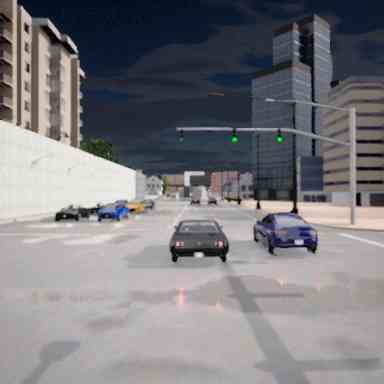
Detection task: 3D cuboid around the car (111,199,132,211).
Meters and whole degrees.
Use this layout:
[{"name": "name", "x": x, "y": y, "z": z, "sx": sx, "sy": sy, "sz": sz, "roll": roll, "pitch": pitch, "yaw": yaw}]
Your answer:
[{"name": "car", "x": -10.047, "y": 1.825, "z": 47.776, "sx": 1.837, "sy": 1.490, "sz": 4.892, "roll": 0, "pitch": 0, "yaw": 1}]

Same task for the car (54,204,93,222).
[{"name": "car", "x": -10.279, "y": 1.772, "z": 28.867, "sx": 1.994, "sy": 1.385, "sz": 4.181, "roll": 0, "pitch": 0, "yaw": 1}]

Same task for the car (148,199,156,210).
[{"name": "car", "x": -6.525, "y": 1.807, "z": 49.010, "sx": 2.128, "sy": 1.511, "sz": 4.902, "roll": 0, "pitch": 0, "yaw": 1}]

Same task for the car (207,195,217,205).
[{"name": "car", "x": 4.227, "y": 1.898, "z": 69.181, "sx": 1.837, "sy": 1.490, "sz": 4.892, "roll": 0, "pitch": 0, "yaw": 1}]

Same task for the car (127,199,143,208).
[{"name": "car", "x": -9.889, "y": 1.906, "z": 57.932, "sx": 1.812, "sy": 1.442, "sz": 4.674, "roll": 0, "pitch": 0, "yaw": 1}]

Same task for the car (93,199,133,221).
[{"name": "car", "x": -6.776, "y": 1.675, "z": 29.117, "sx": 1.882, "sy": 1.535, "sz": 5.008, "roll": 0, "pitch": 0, "yaw": 1}]

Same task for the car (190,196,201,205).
[{"name": "car", "x": 0.727, "y": 1.766, "z": 69.289, "sx": 2.097, "sy": 1.767, "sz": 4.553, "roll": 0, "pitch": 0, "yaw": 1}]

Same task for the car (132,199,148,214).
[{"name": "car", "x": -6.672, "y": 1.731, "z": 38.575, "sx": 1.882, "sy": 1.535, "sz": 5.008, "roll": 0, "pitch": 0, "yaw": 1}]

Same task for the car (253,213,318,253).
[{"name": "car", "x": 3.761, "y": 1.596, "z": 13.901, "sx": 1.812, "sy": 1.442, "sz": 4.674, "roll": 0, "pitch": 0, "yaw": 1}]

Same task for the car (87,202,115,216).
[{"name": "car", "x": -10.188, "y": 1.861, "z": 37.625, "sx": 1.895, "sy": 1.301, "sz": 4.718, "roll": 0, "pitch": 0, "yaw": 1}]

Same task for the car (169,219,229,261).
[{"name": "car", "x": 0.247, "y": 1.676, "z": 12.564, "sx": 1.895, "sy": 1.301, "sz": 4.718, "roll": 0, "pitch": 0, "yaw": 1}]
